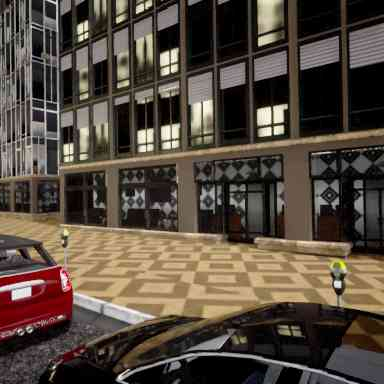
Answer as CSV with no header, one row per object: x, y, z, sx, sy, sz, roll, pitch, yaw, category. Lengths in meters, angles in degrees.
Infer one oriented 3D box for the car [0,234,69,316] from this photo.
-3.924,1.441,5.826,4.097,1.590,1.967,0,-1,37,car

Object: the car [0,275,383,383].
0.652,1.566,2.447,4.313,1.339,1.947,0,-1,36,car
